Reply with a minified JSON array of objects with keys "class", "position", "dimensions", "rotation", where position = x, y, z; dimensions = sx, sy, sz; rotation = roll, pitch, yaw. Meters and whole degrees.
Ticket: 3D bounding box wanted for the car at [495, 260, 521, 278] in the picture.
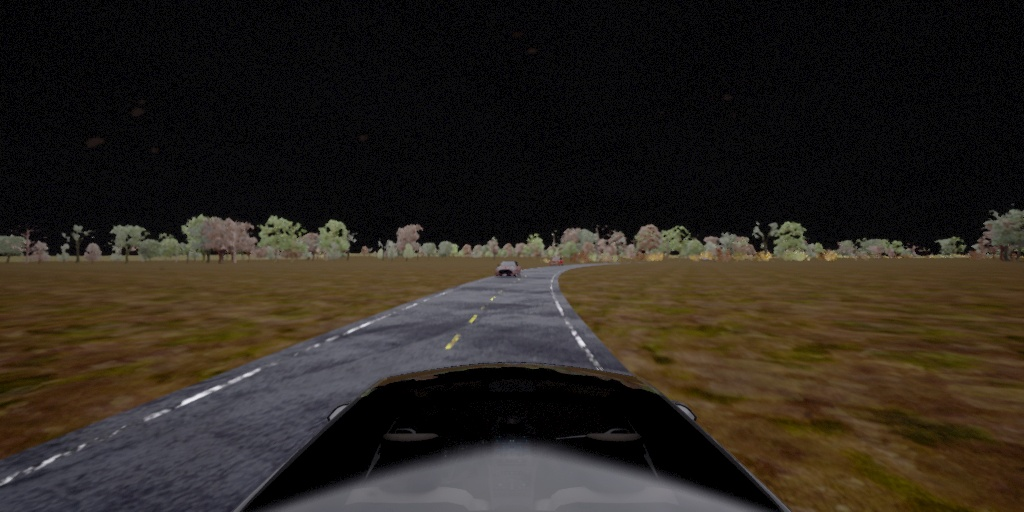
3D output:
[{"class":"car","position":[-0.353,1.247,36.567],"dimensions":[2.097,1.767,4.553],"rotation":[0,0,9]}]
